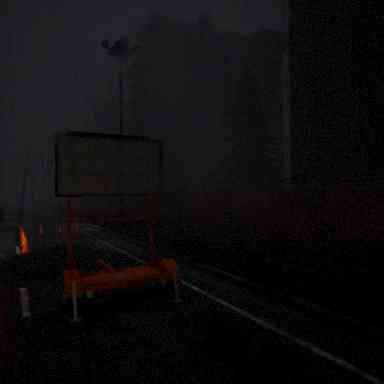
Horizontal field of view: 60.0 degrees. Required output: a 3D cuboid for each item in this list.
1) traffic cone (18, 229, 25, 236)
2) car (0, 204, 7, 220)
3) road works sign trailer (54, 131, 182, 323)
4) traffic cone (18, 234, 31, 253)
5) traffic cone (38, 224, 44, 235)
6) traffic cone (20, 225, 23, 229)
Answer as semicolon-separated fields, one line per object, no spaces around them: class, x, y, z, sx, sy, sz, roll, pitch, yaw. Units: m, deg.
traffic cone;-7.465;2.070;14.762;0.340;0.580;0.340;-1;0;-29
car;-18.346;1.788;30.652;1.837;1.490;4.892;-1;0;-29
road works sign trailer;-1.861;0.494;7.583;2.380;3.560;2.880;-1;0;-29
traffic cone;-6.505;2.055;13.008;0.340;0.580;0.340;-1;0;-29
traffic cone;-8.508;2.089;18.751;0.340;0.580;0.340;-1;0;-29
traffic cone;-8.425;2.085;16.517;0.340;0.580;0.340;-1;0;-29
